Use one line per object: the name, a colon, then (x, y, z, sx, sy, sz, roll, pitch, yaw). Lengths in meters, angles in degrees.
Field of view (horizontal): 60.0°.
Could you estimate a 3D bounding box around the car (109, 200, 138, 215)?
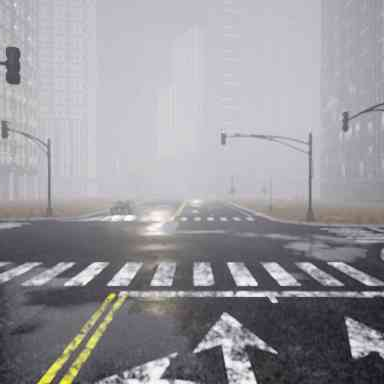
car: (-6.284, 1.423, 30.827, 1.994, 1.385, 4.181, 0, 1, 0)
